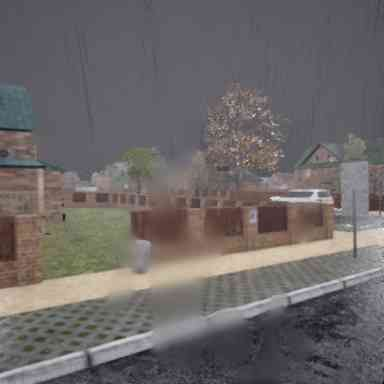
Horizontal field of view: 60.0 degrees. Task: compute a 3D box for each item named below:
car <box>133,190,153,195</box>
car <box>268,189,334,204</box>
[{"bbox_3d":[-7.720,0.492,50.718,2.128,1.511,4.902,-2,2,-34],"label":"car"},{"bbox_3d":[8.703,0.784,27.149,2.150,2.045,5.566,-2,2,-36],"label":"car"}]
